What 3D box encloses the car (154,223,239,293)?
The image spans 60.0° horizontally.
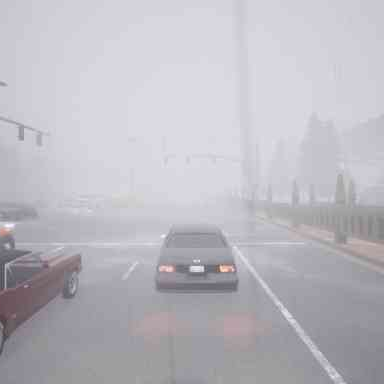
[{"bbox_3d":[0.090,1.547,8.994,2.033,1.411,5.357,0,0,0],"label":"car"}]

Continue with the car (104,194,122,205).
[{"bbox_3d":[-14.139,1.526,58.552,1.812,1.442,4.674,0,0,0],"label":"car"}]

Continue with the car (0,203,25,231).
[{"bbox_3d":[-6.910,1.352,9.201,2.097,1.767,4.553,0,0,0],"label":"car"}]

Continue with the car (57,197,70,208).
[{"bbox_3d":[-17.638,1.601,47.775,1.895,1.301,4.718,0,0,0],"label":"car"}]

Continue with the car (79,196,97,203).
[{"bbox_3d":[-21.074,1.540,67.677,2.033,1.411,5.357,0,0,0],"label":"car"}]

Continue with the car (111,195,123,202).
[{"bbox_3d":[-17.585,1.519,78.400,1.812,1.442,4.674,0,0,0],"label":"car"}]

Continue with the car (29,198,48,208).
[{"bbox_3d":[-21.219,1.526,44.920,1.812,1.442,4.674,0,0,2],"label":"car"}]

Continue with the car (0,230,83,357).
[{"bbox_3d":[-3.406,1.601,5.537,1.895,1.301,4.718,0,0,0],"label":"car"}]

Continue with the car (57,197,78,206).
[{"bbox_3d":[-21.135,1.563,56.738,1.994,1.385,4.181,0,0,0],"label":"car"}]

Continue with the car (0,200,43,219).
[{"bbox_3d":[-14.129,1.564,26.648,1.994,1.385,4.181,0,0,0],"label":"car"}]

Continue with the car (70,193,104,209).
[{"bbox_3d":[-14.148,1.222,45.137,2.150,2.045,5.566,0,0,1],"label":"car"}]

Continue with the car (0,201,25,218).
[{"bbox_3d":[-17.634,1.564,31.039,1.994,1.385,4.181,0,0,0],"label":"car"}]
